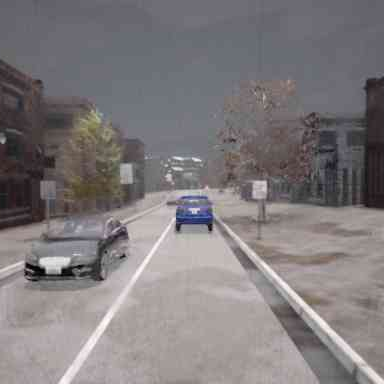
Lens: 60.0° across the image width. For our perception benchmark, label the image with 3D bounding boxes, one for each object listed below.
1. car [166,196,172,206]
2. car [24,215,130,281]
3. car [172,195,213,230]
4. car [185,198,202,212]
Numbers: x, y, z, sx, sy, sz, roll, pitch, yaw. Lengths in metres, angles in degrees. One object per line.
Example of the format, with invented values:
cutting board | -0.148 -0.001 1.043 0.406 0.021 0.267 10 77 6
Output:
car | -2.958 1.414 52.628 1.882 1.535 5.008 0 1 1
car | -3.087 1.487 9.870 2.128 1.511 4.902 0 0 0
car | 0.135 1.211 20.898 2.150 2.045 5.566 0 0 0
car | 0.172 1.507 39.169 1.812 1.442 4.674 0 0 0
